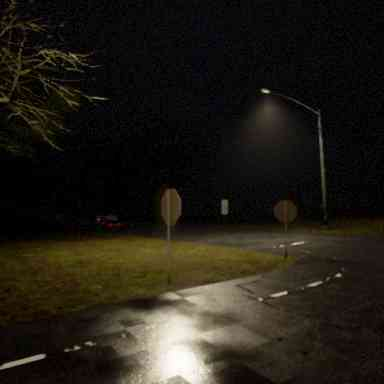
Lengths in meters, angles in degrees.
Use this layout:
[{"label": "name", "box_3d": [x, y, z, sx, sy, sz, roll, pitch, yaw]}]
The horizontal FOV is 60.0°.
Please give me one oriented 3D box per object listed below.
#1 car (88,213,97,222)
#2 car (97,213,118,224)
[{"label": "car", "box_3d": [-17.412, 4.651, 60.479, 1.837, 1.490, 4.892, -1, -2, -34]}, {"label": "car", "box_3d": [-13.698, 4.405, 55.117, 1.812, 1.442, 4.674, -1, -2, -34]}]
